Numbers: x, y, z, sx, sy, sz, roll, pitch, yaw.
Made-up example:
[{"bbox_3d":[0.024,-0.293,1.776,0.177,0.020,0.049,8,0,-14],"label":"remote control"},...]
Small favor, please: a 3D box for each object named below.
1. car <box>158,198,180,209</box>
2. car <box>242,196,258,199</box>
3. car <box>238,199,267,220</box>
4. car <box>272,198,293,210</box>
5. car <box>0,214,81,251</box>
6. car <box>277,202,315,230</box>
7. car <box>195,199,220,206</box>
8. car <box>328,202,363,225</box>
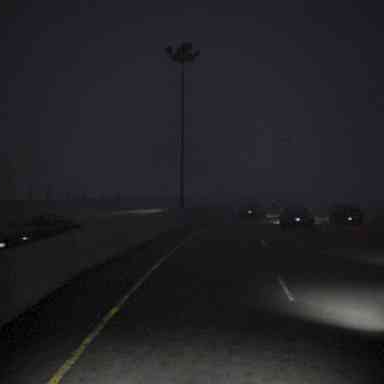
[{"bbox_3d":[-2.859,1.539,45.878,2.128,1.511,4.902,0,0,27],"label":"car"},{"bbox_3d":[9.149,1.410,52.823,2.097,1.767,4.553,0,0,34],"label":"car"},{"bbox_3d":[5.253,1.573,28.577,1.994,1.385,4.181,0,0,18],"label":"car"},{"bbox_3d":[11.969,1.527,43.721,2.163,1.488,4.792,0,0,30],"label":"car"},{"bbox_3d":[-5.933,1.556,12.835,1.994,1.385,4.181,0,0,8],"label":"car"},{"bbox_3d":[6.663,1.570,21.294,1.994,1.385,4.181,0,0,15],"label":"car"},{"bbox_3d":[2.279,1.651,48.232,1.895,1.301,4.718,0,0,29],"label":"car"},{"bbox_3d":[11.138,1.509,24.248,1.837,1.490,4.892,0,0,17],"label":"car"}]
